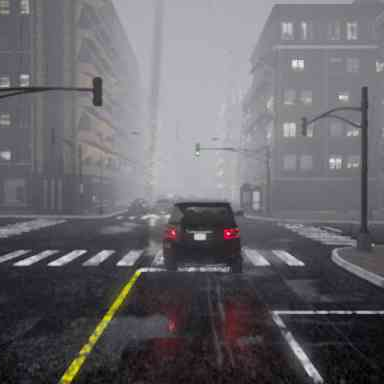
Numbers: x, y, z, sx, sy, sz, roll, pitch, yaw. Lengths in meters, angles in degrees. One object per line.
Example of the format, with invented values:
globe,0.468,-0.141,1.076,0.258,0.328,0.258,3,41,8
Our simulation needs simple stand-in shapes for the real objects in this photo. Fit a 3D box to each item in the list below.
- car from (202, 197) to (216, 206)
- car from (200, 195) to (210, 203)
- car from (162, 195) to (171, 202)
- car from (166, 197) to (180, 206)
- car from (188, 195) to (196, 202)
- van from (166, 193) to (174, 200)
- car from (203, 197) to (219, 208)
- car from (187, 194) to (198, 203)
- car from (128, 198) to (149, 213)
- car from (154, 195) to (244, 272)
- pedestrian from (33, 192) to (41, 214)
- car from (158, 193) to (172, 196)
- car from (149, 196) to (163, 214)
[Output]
car,2.692,1.500,53.057,1.887,1.381,4.507,0,0,0
car,2.694,1.382,69.974,1.967,1.590,4.097,0,0,0
car,-5.686,1.461,75.449,1.752,1.417,4.829,0,0,0
car,-3.065,1.554,54.736,1.895,1.301,4.718,0,0,0
car,0.010,1.414,76.478,1.882,1.535,5.008,0,0,0
van,-5.685,1.267,86.897,1.690,1.788,3.998,0,0,0
car,2.691,1.510,47.419,2.008,1.369,4.403,0,0,0
car,0.024,1.296,66.701,2.097,1.767,4.553,0,0,0
car,-5.691,1.407,36.148,1.967,1.590,4.097,0,0,0
car,0.525,1.212,10.952,2.150,2.045,5.566,0,0,7
pedestrian,-12.711,0.878,27.141,0.375,1.860,0.375,0,-1,-1
car,-5.688,1.260,64.341,2.192,1.841,5.009,0,0,0
car,-3.097,1.494,35.196,1.812,1.442,4.674,0,0,0
